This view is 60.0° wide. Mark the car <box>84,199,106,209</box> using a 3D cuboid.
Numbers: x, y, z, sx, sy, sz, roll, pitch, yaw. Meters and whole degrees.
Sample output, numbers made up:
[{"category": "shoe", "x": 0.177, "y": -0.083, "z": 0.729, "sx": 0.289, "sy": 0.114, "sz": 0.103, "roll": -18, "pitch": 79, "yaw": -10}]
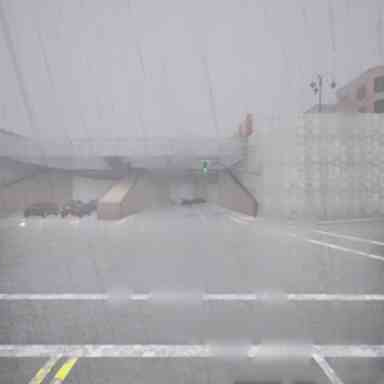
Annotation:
[{"category": "car", "x": -15.289, "y": 1.875, "z": 52.736, "sx": 2.033, "sy": 1.411, "sz": 5.357, "roll": 0, "pitch": 0, "yaw": -1}]

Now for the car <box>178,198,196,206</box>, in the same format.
[{"category": "car", "x": -0.985, "y": 1.948, "z": 64.430, "sx": 2.033, "sy": 1.411, "sz": 5.357, "roll": 0, "pitch": 0, "yaw": 4}]

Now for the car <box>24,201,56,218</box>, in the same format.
[{"category": "car", "x": -14.823, "y": 1.684, "z": 33.079, "sx": 1.882, "sy": 1.535, "sz": 5.008, "roll": 0, "pitch": 0, "yaw": -1}]

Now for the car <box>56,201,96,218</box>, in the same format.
[{"category": "car", "x": -11.314, "y": 1.805, "z": 32.755, "sx": 1.895, "sy": 1.301, "sz": 4.718, "roll": 0, "pitch": 0, "yaw": -1}]

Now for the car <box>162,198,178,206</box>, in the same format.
[{"category": "car", "x": -4.515, "y": 1.945, "z": 63.931, "sx": 2.033, "sy": 1.411, "sz": 5.357, "roll": 0, "pitch": 0, "yaw": 5}]

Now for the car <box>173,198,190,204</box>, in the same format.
[{"category": "car", "x": -2.341, "y": 1.986, "z": 74.288, "sx": 1.812, "sy": 1.442, "sz": 4.674, "roll": 0, "pitch": 0, "yaw": 24}]

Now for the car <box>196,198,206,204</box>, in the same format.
[{"category": "car", "x": 1.527, "y": 1.986, "z": 74.416, "sx": 1.812, "sy": 1.442, "sz": 4.674, "roll": 0, "pitch": 0, "yaw": 28}]

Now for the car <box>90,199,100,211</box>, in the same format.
[{"category": "car", "x": -11.546, "y": 1.862, "z": 41.922, "sx": 1.895, "sy": 1.301, "sz": 4.718, "roll": 0, "pitch": 0, "yaw": -1}]
